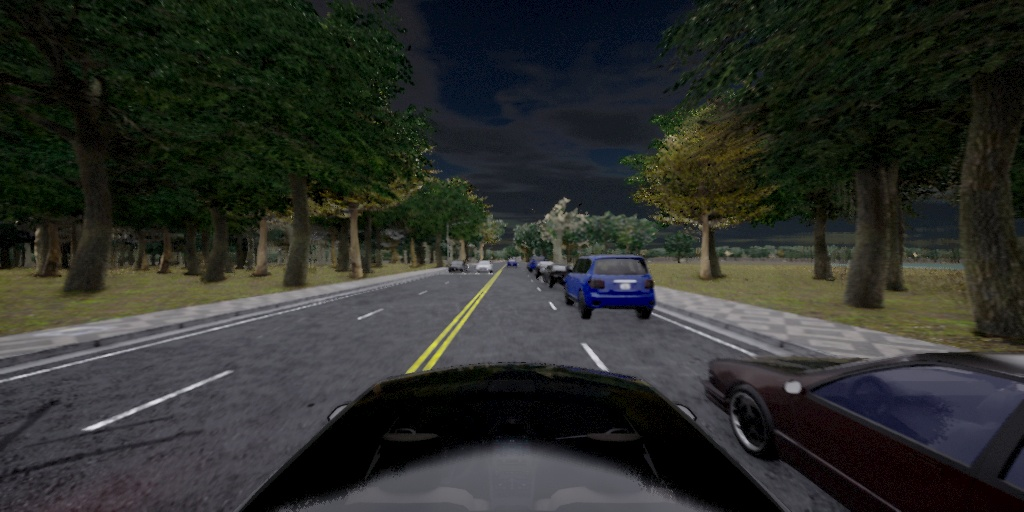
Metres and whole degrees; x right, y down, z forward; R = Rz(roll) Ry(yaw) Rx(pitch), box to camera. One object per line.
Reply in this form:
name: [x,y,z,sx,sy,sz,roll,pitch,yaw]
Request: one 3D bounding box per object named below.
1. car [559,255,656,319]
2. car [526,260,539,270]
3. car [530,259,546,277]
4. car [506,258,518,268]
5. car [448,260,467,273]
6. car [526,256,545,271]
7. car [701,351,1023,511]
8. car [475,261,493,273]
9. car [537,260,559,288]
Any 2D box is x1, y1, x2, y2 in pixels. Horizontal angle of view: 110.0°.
car: [3.252,0.972,12.985,2.150,2.045,5.566,0,0,0]
car: [3.259,1.349,56.958,1.812,1.442,4.674,0,0,0]
car: [3.256,1.277,34.986,2.163,1.488,4.792,0,0,0]
car: [0.011,1.336,65.265,1.882,1.535,5.008,0,0,0]
car: [-6.570,1.295,43.697,1.837,1.490,4.892,0,-1,0]
car: [3.257,1.014,45.987,2.150,2.045,5.566,0,0,0]
car: [3.250,1.298,1.954,2.033,1.411,5.357,0,0,0]
car: [-3.322,1.313,43.488,1.812,1.442,4.674,0,0,0]
car: [3.152,1.237,24.289,1.882,1.535,5.008,0,0,-4]
